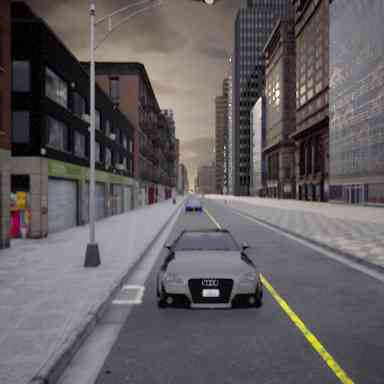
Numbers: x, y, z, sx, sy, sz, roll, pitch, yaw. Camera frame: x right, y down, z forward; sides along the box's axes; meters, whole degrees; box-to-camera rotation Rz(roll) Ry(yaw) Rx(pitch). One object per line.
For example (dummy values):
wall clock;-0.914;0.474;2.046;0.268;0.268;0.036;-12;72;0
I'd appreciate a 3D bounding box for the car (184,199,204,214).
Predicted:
car;0.195;1.488;35.920;1.882;1.535;5.008;0;0;0

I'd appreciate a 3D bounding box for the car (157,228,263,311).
car;0.325;1.566;7.754;1.994;1.385;4.181;0;0;0
